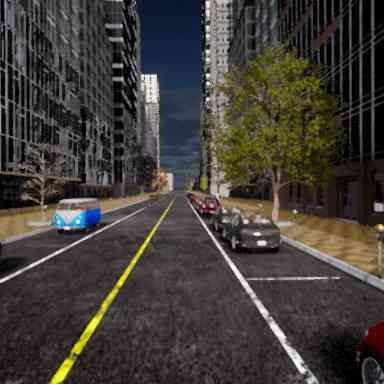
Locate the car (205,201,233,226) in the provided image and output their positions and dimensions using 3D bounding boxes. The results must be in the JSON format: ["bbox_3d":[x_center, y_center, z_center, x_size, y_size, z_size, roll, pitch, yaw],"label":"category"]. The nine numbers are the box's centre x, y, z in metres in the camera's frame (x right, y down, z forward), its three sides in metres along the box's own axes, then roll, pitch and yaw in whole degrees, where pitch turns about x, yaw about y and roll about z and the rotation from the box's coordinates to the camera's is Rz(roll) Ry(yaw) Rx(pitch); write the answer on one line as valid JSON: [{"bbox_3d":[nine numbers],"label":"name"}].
[{"bbox_3d":[2.059,1.427,18.998,2.008,1.369,4.403,0,0,-2],"label":"car"}]

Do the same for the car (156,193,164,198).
[{"bbox_3d":[-8.941,0.956,92.662,1.947,1.339,4.313,0,0,-2],"label":"car"}]

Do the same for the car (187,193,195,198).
[{"bbox_3d":[-0.363,0.952,87.262,1.947,1.339,4.313,0,0,-2],"label":"car"}]

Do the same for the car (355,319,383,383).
[{"bbox_3d":[2.664,1.556,1.932,1.802,1.307,4.206,0,0,-2],"label":"car"}]

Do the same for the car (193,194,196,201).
[{"bbox_3d":[1.453,1.204,36.064,1.967,1.590,4.097,0,0,-2],"label":"car"}]

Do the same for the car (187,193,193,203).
[{"bbox_3d":[0.646,1.151,58.820,1.887,1.381,4.507,0,0,-2],"label":"car"}]

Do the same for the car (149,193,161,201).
[{"bbox_3d":[-8.133,1.114,69.906,1.887,1.381,4.507,0,0,-2],"label":"car"}]

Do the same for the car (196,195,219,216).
[{"bbox_3d":[1.655,1.242,30.375,1.967,1.590,4.097,0,0,-2],"label":"car"}]

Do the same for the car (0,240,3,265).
[{"bbox_3d":[-5.913,1.543,7.327,2.008,1.369,4.403,0,0,-2],"label":"car"}]

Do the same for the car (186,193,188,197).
[{"bbox_3d":[0.040,1.042,75.885,1.947,1.339,4.313,0,0,-2],"label":"car"}]

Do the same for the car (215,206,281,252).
[{"bbox_3d":[2.261,1.462,13.309,2.008,1.369,4.403,0,0,-2],"label":"car"}]

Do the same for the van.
[{"bbox_3d":[-6.317,1.267,18.704,1.690,1.788,3.998,0,0,-2],"label":"van"}]
